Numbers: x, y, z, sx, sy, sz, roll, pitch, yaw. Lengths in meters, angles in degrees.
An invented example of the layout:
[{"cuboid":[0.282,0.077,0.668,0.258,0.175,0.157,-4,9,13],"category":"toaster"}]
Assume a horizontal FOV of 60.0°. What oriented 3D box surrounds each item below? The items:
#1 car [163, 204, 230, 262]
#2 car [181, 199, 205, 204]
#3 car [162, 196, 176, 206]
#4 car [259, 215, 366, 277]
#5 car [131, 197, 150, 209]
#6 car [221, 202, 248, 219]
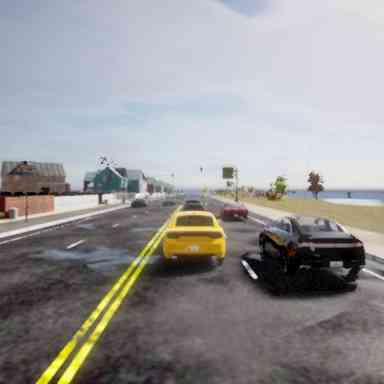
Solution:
[{"cuboid":[0.082,1.415,11.907,1.882,1.535,5.008,0,1,0],"category":"car"},{"cuboid":[0.095,1.360,29.025,1.837,1.490,4.892,0,0,0],"category":"car"},{"cuboid":[-3.294,1.316,49.377,2.033,1.411,5.357,0,0,0],"category":"car"},{"cuboid":[3.326,1.438,10.079,2.128,1.511,4.902,0,0,0],"category":"car"},{"cuboid":[-6.573,1.361,42.563,1.994,1.385,4.181,0,0,0],"category":"car"},{"cuboid":[3.340,1.465,27.273,1.895,1.301,4.718,0,0,0],"category":"car"}]
